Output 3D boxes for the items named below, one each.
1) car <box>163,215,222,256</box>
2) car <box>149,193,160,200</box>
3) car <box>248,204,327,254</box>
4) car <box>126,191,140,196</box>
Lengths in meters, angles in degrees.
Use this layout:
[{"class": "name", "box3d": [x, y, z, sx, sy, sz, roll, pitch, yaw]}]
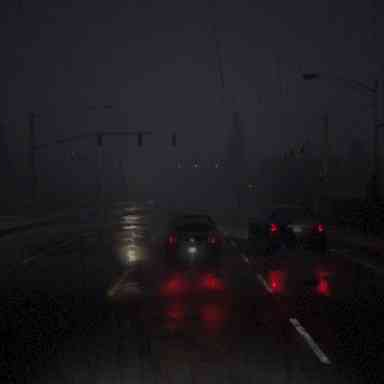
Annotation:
[{"class": "car", "box3d": [0.035, 1.521, 12.683, 1.895, 1.301, 4.718, 0, 0, 1]}, {"class": "car", "box3d": [-8.187, 1.025, 72.388, 1.882, 1.535, 5.008, 0, 0, -16]}, {"class": "car", "box3d": [3.543, 1.268, 13.203, 2.097, 1.767, 4.553, 0, 0, 1]}, {"class": "car", "box3d": [-15.332, 0.429, 86.441, 2.097, 1.767, 4.553, 0, 0, -38]}]
